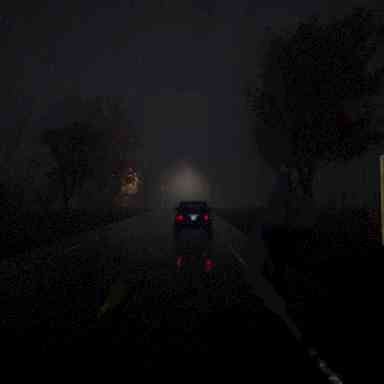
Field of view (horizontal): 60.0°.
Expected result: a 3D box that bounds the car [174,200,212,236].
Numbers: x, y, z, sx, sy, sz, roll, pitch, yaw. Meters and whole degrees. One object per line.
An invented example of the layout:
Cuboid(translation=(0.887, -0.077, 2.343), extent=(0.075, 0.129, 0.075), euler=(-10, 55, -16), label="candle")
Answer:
Cuboid(translation=(0.076, 1.523, 20.635), extent=(2.150, 2.045, 5.566), euler=(0, -1, 0), label="car")

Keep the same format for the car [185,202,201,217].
Cuboid(translation=(0.073, 2.107, 41.006), extent=(1.882, 1.535, 5.008), euler=(0, -1, 0), label="car")
